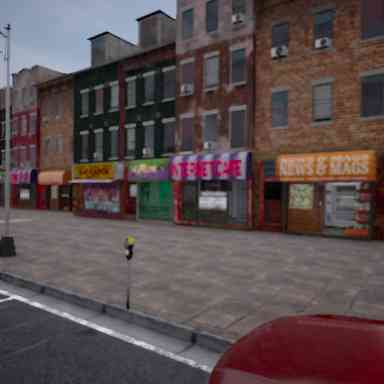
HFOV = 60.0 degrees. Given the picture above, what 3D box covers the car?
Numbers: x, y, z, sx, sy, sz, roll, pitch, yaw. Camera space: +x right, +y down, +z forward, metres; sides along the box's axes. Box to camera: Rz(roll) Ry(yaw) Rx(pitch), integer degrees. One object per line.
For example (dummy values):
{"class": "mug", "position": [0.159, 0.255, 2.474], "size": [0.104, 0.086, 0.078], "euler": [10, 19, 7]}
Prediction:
{"class": "car", "position": [2.280, 1.325, 1.179], "size": [5.009, 1.841, 2.192], "euler": [1, 0, 36]}
